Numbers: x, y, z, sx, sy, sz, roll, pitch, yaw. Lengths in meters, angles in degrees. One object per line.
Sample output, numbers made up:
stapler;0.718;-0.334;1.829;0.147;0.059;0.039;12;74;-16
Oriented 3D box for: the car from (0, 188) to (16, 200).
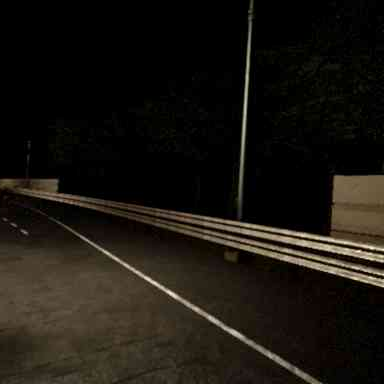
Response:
car;-19.493;0.273;34.254;1.882;1.535;5.008;4;0;-37
